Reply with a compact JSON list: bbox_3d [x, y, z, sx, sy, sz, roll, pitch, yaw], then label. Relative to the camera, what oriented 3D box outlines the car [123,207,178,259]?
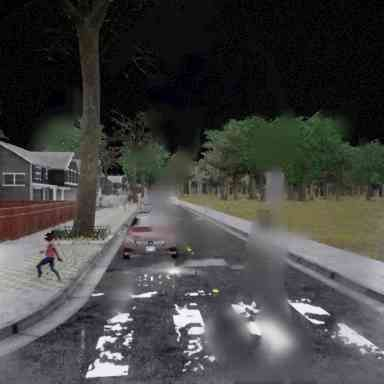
[{"bbox_3d":[-1.561,1.524,12.745,1.812,1.442,4.674,0,0,-6],"label":"car"}]

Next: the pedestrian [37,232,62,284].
[{"bbox_3d":[-3.184,1.142,7.565,0.375,1.860,0.375,1,-1,-7],"label":"pedestrian"}]

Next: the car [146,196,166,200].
[{"bbox_3d":[-3.879,1.333,32.612,2.097,1.767,4.553,0,0,-7],"label":"car"}]

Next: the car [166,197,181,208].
[{"bbox_3d":[-2.657,1.491,47.482,1.812,1.442,4.674,0,0,-6],"label":"car"}]

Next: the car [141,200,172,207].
[{"bbox_3d":[-2.686,1.538,22.398,2.033,1.411,5.357,0,0,-7],"label":"car"}]

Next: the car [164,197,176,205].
[{"bbox_3d":[-3.827,1.552,57.436,1.895,1.301,4.718,0,0,-6],"label":"car"}]
